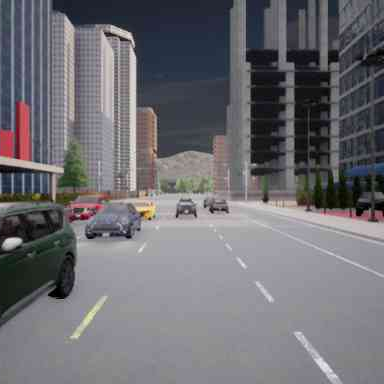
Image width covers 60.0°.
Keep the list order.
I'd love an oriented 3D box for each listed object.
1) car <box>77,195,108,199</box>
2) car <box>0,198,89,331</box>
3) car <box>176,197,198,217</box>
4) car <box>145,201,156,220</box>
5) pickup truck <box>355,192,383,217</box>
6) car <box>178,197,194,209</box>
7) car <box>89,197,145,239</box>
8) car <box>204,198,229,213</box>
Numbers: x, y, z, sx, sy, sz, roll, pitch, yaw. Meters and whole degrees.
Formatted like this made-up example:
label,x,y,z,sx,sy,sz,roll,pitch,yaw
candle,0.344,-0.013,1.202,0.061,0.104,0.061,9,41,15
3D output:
label,x,y,z,sx,sy,sz,roll,pitch,yaw
car,-7.500,1.217,24.576,2.150,2.045,5.566,0,0,-1
car,-3.677,1.223,5.541,2.150,2.045,5.566,0,0,-1
car,-0.530,1.513,31.132,1.812,1.442,4.674,0,0,-1
car,-4.136,1.467,27.744,1.882,1.535,5.008,0,0,-1
pickup truck,16.030,1.046,29.562,2.390,2.098,6.274,0,0,29
car,-0.859,1.473,46.024,2.128,1.511,4.902,0,0,-1
car,-3.927,1.345,17.252,2.097,1.767,4.553,0,0,-1
car,2.829,1.477,36.060,2.128,1.511,4.902,0,0,-1
